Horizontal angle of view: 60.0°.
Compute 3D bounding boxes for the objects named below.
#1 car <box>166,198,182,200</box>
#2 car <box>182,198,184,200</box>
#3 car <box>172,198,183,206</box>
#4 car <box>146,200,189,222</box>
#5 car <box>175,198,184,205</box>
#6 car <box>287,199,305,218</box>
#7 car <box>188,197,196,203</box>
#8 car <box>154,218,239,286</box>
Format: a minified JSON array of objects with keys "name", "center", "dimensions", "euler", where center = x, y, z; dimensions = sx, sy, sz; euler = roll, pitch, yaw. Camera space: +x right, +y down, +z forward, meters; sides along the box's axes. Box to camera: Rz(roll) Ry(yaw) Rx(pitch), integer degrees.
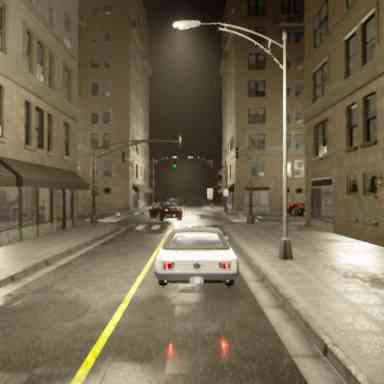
[{"name":"car","center":[-2.838,1.640,45.325],"dimensions":[2.097,1.767,4.553],"euler":[0,0,0]},{"name":"car","center":[-2.824,1.843,54.535],"dimensions":[2.128,1.511,4.902],"euler":[0,0,0]},{"name":"car","center":[-2.760,1.923,64.003],"dimensions":[1.837,1.490,4.892],"euler":[0,0,1]},{"name":"car","center":[-2.419,1.663,28.141],"dimensions":[2.128,1.511,4.902],"euler":[1,-1,-25]},{"name":"car","center":[-2.741,2.012,74.291],"dimensions":[1.812,1.442,4.674],"euler":[0,0,0]},{"name":"car","center":[12.240,1.705,32.345],"dimensions":[4.892,1.490,1.837],"euler":[0,-1,0]},{"name":"car","center":[0.010,2.112,87.001],"dimensions":[2.128,1.511,4.902],"euler":[0,0,0]},{"name":"car","center":[0.103,1.656,9.495],"dimensions":[1.895,1.301,4.718],"euler":[0,0,0]}]
